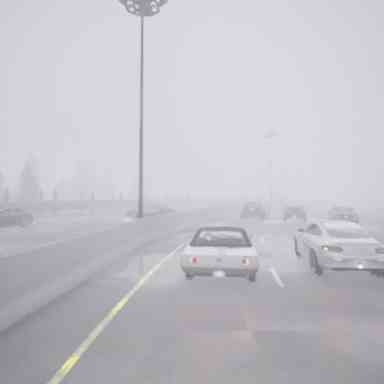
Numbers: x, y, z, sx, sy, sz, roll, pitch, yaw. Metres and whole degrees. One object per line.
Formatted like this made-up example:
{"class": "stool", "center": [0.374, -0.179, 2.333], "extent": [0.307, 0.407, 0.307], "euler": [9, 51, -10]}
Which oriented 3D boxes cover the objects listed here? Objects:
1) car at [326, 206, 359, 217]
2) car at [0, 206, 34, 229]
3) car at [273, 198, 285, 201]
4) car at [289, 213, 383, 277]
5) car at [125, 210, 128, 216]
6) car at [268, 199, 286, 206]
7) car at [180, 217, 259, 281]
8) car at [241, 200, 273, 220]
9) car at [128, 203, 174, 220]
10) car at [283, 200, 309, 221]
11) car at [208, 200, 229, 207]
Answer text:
{"class": "car", "center": [11.238, 1.745, 24.915], "extent": [2.033, 1.411, 5.357], "euler": [0, 0, 18]}
{"class": "car", "center": [-11.778, 1.601, 20.163], "extent": [2.128, 1.511, 4.902], "euler": [0, 0, 12]}
{"class": "car", "center": [16.434, 2.008, 62.845], "extent": [1.837, 1.490, 4.892], "euler": [-1, -1, 40]}
{"class": "car", "center": [4.481, 1.615, 10.556], "extent": [1.812, 1.442, 4.674], "euler": [0, 0, 7]}
{"class": "car", "center": [-4.577, 1.785, 33.252], "extent": [2.033, 1.411, 5.357], "euler": [0, -1, 20]}
{"class": "car", "center": [17.709, 2.096, 69.503], "extent": [1.994, 1.385, 4.181], "euler": [-1, -1, 41]}
{"class": "car", "center": [0.910, 1.675, 10.095], "extent": [1.895, 1.301, 4.718], "euler": [0, 0, 7]}
{"class": "car", "center": [5.861, 1.582, 30.516], "extent": [2.097, 1.767, 4.553], "euler": [0, 0, 19]}
{"class": "car", "center": [-2.950, 1.665, 26.757], "extent": [1.882, 1.535, 5.008], "euler": [0, 0, 17]}
{"class": "car", "center": [9.070, 1.729, 29.167], "extent": [1.837, 1.490, 4.892], "euler": [0, -1, 20]}
{"class": "car", "center": [4.645, 2.078, 58.840], "extent": [1.895, 1.301, 4.718], "euler": [0, -1, 35]}
